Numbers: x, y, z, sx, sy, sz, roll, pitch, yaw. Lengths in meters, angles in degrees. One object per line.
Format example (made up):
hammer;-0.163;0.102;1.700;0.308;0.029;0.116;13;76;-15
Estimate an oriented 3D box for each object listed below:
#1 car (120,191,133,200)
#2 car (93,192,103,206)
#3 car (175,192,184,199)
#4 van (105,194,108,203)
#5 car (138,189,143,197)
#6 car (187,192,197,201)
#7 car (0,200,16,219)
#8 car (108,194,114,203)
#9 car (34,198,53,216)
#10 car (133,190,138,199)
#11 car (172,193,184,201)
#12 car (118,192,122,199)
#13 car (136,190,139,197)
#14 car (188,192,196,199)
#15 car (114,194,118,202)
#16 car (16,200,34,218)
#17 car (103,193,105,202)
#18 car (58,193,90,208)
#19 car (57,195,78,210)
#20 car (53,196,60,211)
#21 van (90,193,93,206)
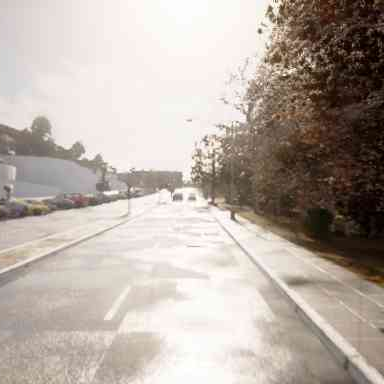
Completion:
car;-16.808;1.083;77.015;4.792;1.488;2.163;-1;0;-20
car;-16.832;1.110;50.074;5.566;2.045;2.435;-1;0;-20
car;-2.991;0.869;80.243;1.812;1.442;4.674;0;1;0
van;-16.961;1.070;55.982;4.442;1.987;1.878;-1;1;-20
car;-16.803;0.650;89.027;5.566;2.045;2.435;-1;1;-20
car;0.008;1.172;69.823;2.033;1.411;5.357;0;1;0
car;-16.866;1.581;26.184;4.674;1.452;2.002;-1;0;-20
car;-16.819;1.134;59.018;4.553;1.767;2.185;-1;1;-20
car;-16.694;1.517;32.225;5.366;1.575;1.946;-1;0;-20
car;-17.002;0.983;82.938;5.366;1.575;1.946;-1;1;-20
car;-2.992;0.984;70.208;2.097;1.767;4.553;0;1;0
car;-16.817;1.220;65.010;4.792;1.488;2.163;-1;0;-20
car;-16.832;0.982;86.012;4.674;1.452;2.002;-1;1;-20
car;0.009;0.844;80.243;1.837;1.490;4.892;0;1;0
car;-16.840;1.266;61.992;4.674;1.452;2.002;-1;1;-20
car;-16.895;1.567;29.156;4.792;1.488;2.163;-1;0;-20
car;-16.845;1.329;53.045;4.892;1.521;2.231;-1;1;-20
car;-16.887;1.179;44.078;5.566;2.045;2.435;-1;1;-20
car;-16.856;1.498;41.110;4.674;1.452;2.002;-1;1;-20
car;-16.837;1.535;35.153;4.792;1.488;2.163;-1;0;-20
van;-16.750;1.169;47.121;4.442;1.987;1.878;-1;0;-20
